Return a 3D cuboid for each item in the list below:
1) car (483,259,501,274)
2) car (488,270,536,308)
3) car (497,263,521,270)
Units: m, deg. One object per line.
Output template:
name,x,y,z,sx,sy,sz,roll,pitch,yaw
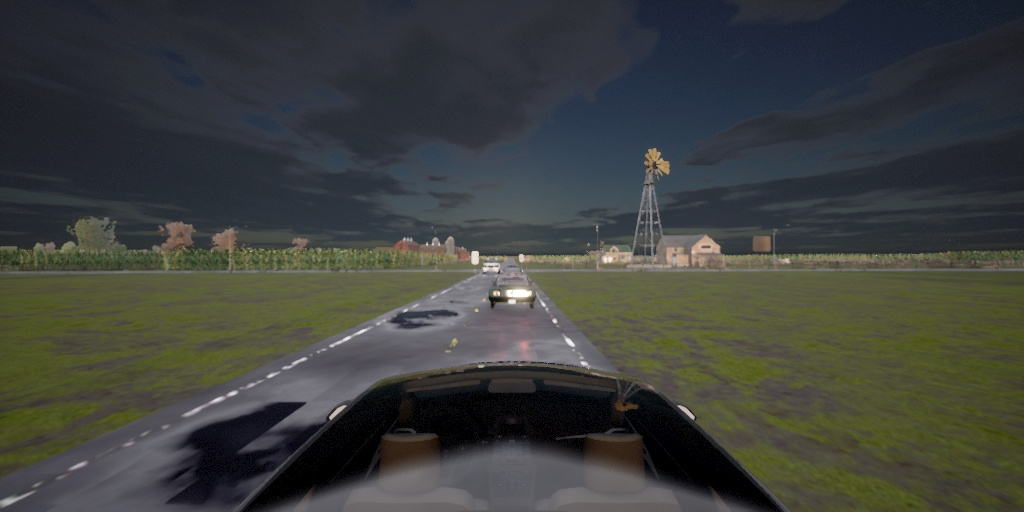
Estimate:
car,-2.720,1.370,48.565,2.150,2.045,5.566,0,-1,0
car,0.011,1.482,15.951,1.895,1.301,4.718,0,0,0
car,0.020,1.560,30.835,2.033,1.411,5.357,0,0,0
